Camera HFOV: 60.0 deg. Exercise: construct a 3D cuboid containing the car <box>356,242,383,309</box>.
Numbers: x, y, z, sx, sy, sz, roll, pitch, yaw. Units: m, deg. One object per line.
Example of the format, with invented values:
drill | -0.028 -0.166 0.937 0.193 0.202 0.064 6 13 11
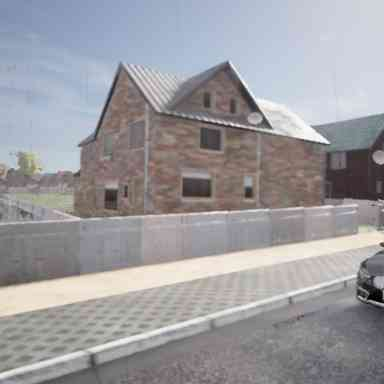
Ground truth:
car | 5.304 1.463 6.856 4.902 1.511 2.128 0 0 -35
